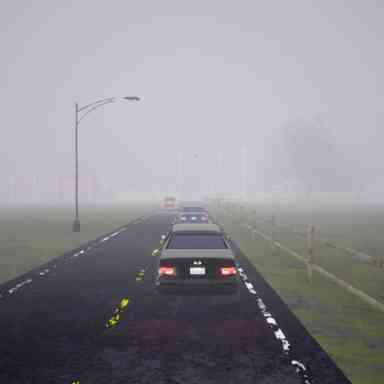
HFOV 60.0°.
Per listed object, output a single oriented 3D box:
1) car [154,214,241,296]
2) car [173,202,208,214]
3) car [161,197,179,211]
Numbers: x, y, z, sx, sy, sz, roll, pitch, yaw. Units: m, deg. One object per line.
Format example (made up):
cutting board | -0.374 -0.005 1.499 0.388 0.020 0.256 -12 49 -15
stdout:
car | 0.100 1.548 8.825 2.033 1.411 5.357 0 0 0
car | 0.101 1.556 21.493 2.033 1.411 5.357 0 0 0
car | -2.751 1.400 42.102 2.097 1.767 4.553 0 0 0
